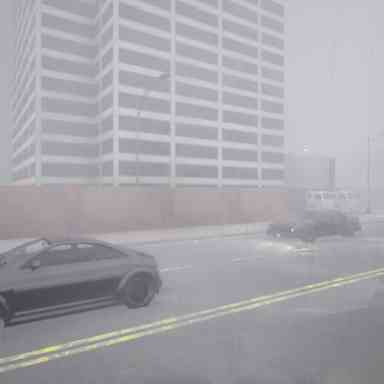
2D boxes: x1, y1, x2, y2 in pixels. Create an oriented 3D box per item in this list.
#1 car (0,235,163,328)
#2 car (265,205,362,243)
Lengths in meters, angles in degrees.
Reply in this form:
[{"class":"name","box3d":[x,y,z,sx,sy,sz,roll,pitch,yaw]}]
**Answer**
[{"class":"car","box3d":[-2.679,1.564,6.377,4.181,1.385,1.994,0,0,-33]},{"class":"car","box3d":[6.073,1.547,16.238,5.357,1.411,2.033,0,0,-33]}]
